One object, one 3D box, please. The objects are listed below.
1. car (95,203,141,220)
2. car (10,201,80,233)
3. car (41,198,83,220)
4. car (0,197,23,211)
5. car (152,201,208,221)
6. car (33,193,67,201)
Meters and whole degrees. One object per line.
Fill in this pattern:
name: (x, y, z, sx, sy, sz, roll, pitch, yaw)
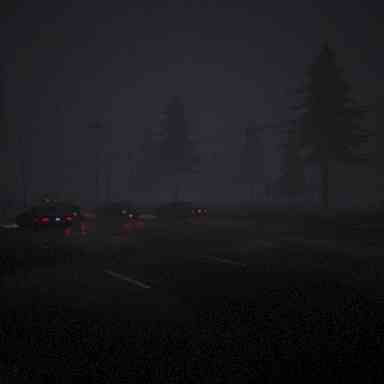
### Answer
car: (-6.160, 1.525, 27.238, 1.895, 1.301, 4.718, 0, 0, -41)
car: (-8.757, 1.500, 19.533, 2.033, 1.411, 5.357, 0, 0, -41)
car: (-10.283, 1.458, 26.641, 1.812, 1.442, 4.674, 0, 0, -41)
car: (-21.882, 1.386, 40.114, 1.882, 1.535, 5.008, 0, 0, -41)
car: (-1.067, 1.465, 26.695, 2.033, 1.411, 5.357, 0, 0, -41)
car: (-17.722, 1.122, 40.648, 2.150, 2.045, 5.566, 0, 0, -41)
